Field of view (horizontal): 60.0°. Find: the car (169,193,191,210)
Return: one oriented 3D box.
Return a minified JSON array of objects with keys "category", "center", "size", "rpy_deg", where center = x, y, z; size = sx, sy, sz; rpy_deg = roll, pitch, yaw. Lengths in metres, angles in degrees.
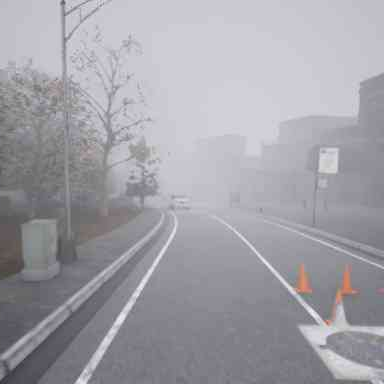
[{"category":"car","center":[-1.642,1.203,42.842],"size":[2.150,2.045,5.566],"rpy_deg":[0,0,-10]}]
